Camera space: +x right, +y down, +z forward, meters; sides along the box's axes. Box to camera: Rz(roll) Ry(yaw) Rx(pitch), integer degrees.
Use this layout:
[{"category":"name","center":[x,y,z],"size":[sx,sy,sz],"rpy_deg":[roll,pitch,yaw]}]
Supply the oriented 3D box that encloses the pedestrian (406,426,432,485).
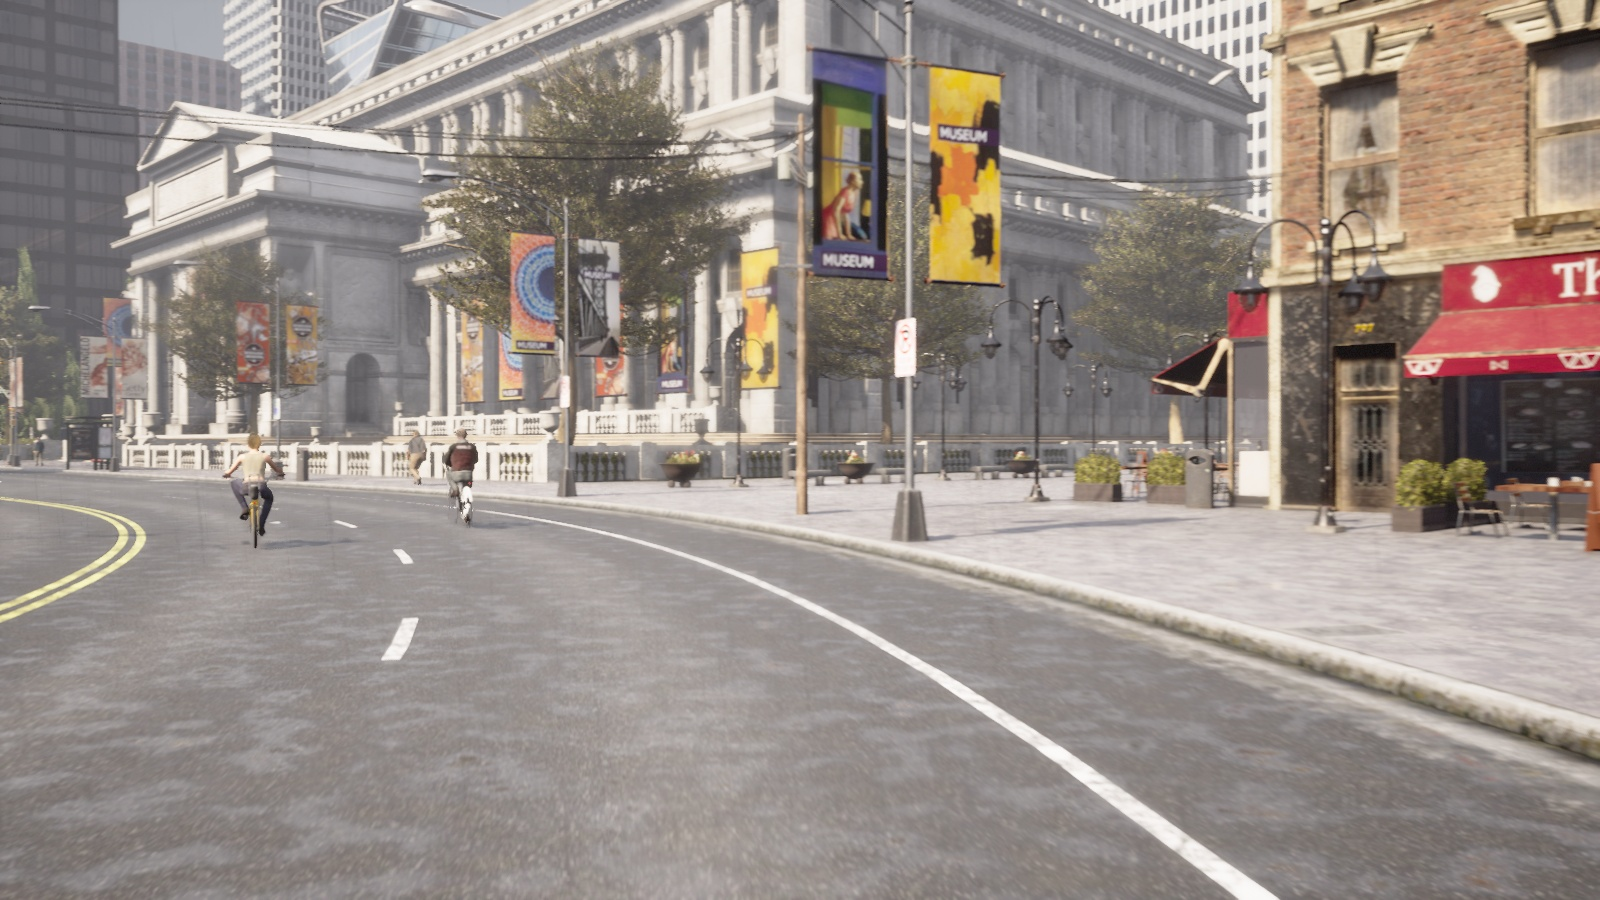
[{"category":"pedestrian","center":[-12.077,0.180,39.799],"size":[0.540,1.848,0.694],"rpy_deg":[0,0,-41]}]

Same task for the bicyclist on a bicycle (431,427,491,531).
[{"category":"bicyclist on a bicycle","center":[-6.075,0.491,22.461],"size":[0.659,1.776,1.843],"rpy_deg":[0,1,-27]}]

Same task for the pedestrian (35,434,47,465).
[{"category":"pedestrian","center":[-45.660,-0.017,75.555],"size":[0.726,1.842,0.402],"rpy_deg":[0,0,42]}]

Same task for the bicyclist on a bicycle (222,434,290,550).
[{"category":"bicyclist on a bicycle","center":[-7.975,0.580,18.388],"size":[0.866,1.612,1.509],"rpy_deg":[-1,1,-24]}]
